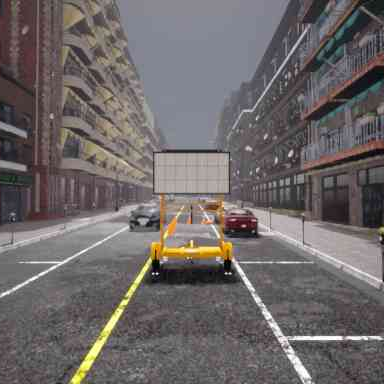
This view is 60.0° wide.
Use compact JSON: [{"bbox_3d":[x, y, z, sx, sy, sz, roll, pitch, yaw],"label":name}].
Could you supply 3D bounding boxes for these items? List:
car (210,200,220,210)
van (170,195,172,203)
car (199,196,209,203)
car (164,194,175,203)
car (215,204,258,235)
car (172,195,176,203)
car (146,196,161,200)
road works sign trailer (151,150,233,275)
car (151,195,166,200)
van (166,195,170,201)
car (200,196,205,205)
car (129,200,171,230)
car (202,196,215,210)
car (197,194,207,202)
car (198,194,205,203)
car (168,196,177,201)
[{"bbox_3d":[2.586,1.555,24.514,1.752,1.417,4.829,1,0,0],"label":"car"},{"bbox_3d":[-5.288,1.481,63.121,1.690,1.788,3.998,1,0,0],"label":"van"},{"bbox_3d":[2.598,1.626,74.120,1.967,1.590,4.097,1,0,0],"label":"car"},{"bbox_3d":[-5.287,1.526,79.711,2.192,1.841,5.009,1,0,0],"label":"car"},{"bbox_3d":[2.586,1.565,18.812,1.887,1.381,4.507,1,0,0],"label":"car"},{"bbox_3d":[-5.287,1.501,74.181,2.192,1.841,5.009,1,0,0],"label":"car"},{"bbox_3d":[-5.293,1.594,40.828,1.752,1.417,4.829,2,0,0],"label":"car"},{"bbox_3d":[-0.009,0.473,10.485,2.380,3.560,2.880,0,0,0],"label":"road works sign trailer"},{"bbox_3d":[-5.287,1.399,46.530,2.192,1.841,5.009,2,0,0],"label":"car"},{"bbox_3d":[-5.288,1.460,57.589,1.690,1.788,3.998,2,0,0],"label":"van"},{"bbox_3d":[2.586,1.635,46.466,2.008,1.369,4.403,1,0,0],"label":"car"},{"bbox_3d":[-2.750,1.516,21.211,2.128,1.511,4.902,0,0,0],"label":"car"},{"bbox_3d":[2.586,1.614,40.934,1.887,1.381,4.507,1,0,0],"label":"car"},{"bbox_3d":[2.559,1.551,85.182,2.192,1.841,5.009,1,0,0],"label":"car"},{"bbox_3d":[2.588,1.684,63.058,1.887,1.381,4.507,1,0,0],"label":"car"},{"bbox_3d":[-5.293,1.830,90.773,1.947,1.339,4.313,1,0,0],"label":"car"}]
